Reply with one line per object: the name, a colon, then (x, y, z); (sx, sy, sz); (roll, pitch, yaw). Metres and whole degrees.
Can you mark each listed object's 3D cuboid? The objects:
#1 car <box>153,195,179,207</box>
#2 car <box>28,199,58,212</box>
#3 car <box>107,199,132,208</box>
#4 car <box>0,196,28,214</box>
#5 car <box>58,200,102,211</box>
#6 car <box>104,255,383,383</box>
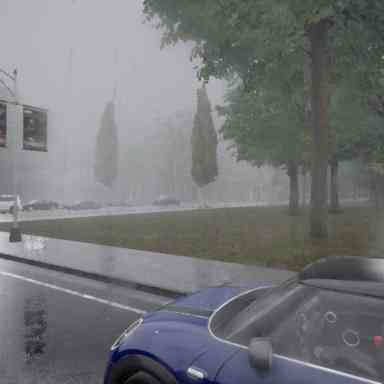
car: (-4.538, 1.576, 59.232); (2.150, 2.045, 5.566); (0, -1, 35)
car: (-19.832, 1.695, 43.092); (1.882, 1.535, 5.008); (0, 0, 35)
car: (-11.808, 1.862, 54.566); (1.994, 1.385, 4.181); (0, 0, 35)
car: (-21.133, 1.399, 35.564); (2.150, 2.045, 5.566); (0, 0, 34)
car: (-14.670, 1.782, 44.807); (2.033, 1.411, 5.357); (0, 0, 35)
car: (1.370, 1.352, 2.711); (4.553, 1.767, 2.097); (0, 0, 35)
